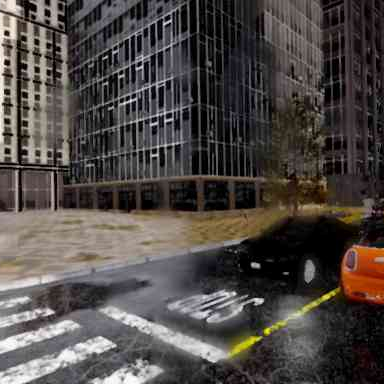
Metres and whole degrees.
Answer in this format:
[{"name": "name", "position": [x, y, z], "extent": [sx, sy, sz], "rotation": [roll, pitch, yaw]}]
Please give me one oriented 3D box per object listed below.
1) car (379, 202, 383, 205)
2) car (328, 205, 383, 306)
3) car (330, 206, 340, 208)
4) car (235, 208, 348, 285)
[{"name": "car", "position": [15.495, 1.405, 26.111], "extent": [1.802, 1.307, 4.206], "rotation": [-1, 0, 44]}, {"name": "car", "position": [4.903, 1.268, 7.014], "extent": [2.097, 1.767, 4.553], "rotation": [-2, -1, 44]}, {"name": "car", "position": [7.641, 1.463, 18.001], "extent": [1.752, 1.417, 4.829], "rotation": [-1, 0, 44]}, {"name": "car", "position": [3.251, 1.452, 9.762], "extent": [1.882, 1.535, 5.008], "rotation": [-2, 0, 44]}]
